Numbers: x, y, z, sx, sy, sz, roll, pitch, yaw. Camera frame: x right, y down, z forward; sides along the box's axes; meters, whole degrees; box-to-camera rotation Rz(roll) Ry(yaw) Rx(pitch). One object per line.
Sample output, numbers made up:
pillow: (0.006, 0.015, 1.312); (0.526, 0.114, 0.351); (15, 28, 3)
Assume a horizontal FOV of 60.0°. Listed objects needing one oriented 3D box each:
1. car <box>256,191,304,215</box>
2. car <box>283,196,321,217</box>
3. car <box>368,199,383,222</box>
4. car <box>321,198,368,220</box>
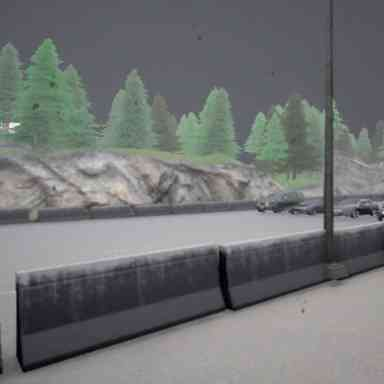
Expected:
car: (8.557, 0.987, 31.587); (5.566, 2.045, 2.150); (-1, 1, -35)
car: (10.636, 1.312, 28.773); (5.357, 1.411, 2.033); (-1, 1, -35)
car: (14.691, 1.256, 23.065); (4.902, 1.511, 2.128); (-1, 1, -35)
car: (12.656, 1.256, 25.912); (4.902, 1.511, 2.128); (-1, 1, -35)
